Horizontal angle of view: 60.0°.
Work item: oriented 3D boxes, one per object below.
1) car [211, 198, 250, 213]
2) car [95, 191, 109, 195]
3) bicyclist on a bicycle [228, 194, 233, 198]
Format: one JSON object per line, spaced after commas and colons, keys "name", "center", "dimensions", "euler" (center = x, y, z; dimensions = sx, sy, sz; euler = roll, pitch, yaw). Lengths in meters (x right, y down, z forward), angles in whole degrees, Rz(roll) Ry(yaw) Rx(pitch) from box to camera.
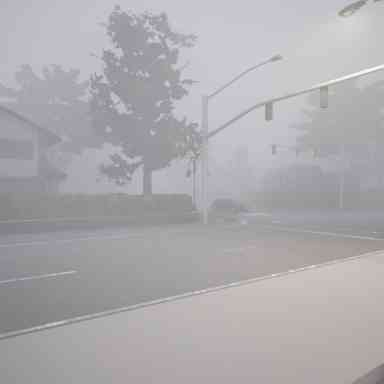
{"name": "car", "center": [4.100, 1.416, 35.764], "dimensions": [1.837, 1.490, 4.892], "euler": [0, 0, -36]}
{"name": "car", "center": [-20.439, 0.855, 75.225], "dimensions": [2.150, 2.045, 5.566], "euler": [0, 0, -36]}
{"name": "bicyclist on a bicycle", "center": [5.873, 1.176, 51.054], "dimensions": [1.656, 1.620, 0.582], "euler": [0, 0, -36]}
